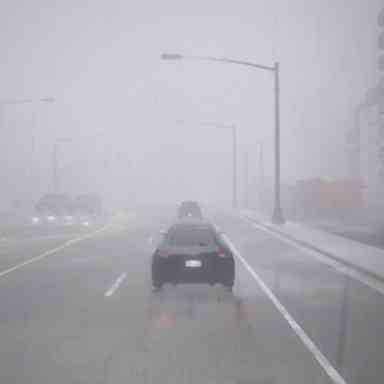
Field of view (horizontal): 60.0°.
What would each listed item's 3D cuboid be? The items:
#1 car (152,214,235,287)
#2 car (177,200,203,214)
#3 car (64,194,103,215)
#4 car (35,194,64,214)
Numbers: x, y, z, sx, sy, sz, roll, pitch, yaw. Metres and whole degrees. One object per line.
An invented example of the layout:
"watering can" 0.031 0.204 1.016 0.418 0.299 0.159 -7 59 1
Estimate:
"car" 0.011 1.542 9.334 1.994 1.385 4.181 0 0 -1
"car" -0.187 1.445 27.177 1.837 1.490 4.892 0 0 -1
"car" -10.876 1.191 34.399 2.150 2.045 5.566 0 0 0
"car" -14.378 1.190 34.946 2.150 2.045 5.566 0 0 -1
